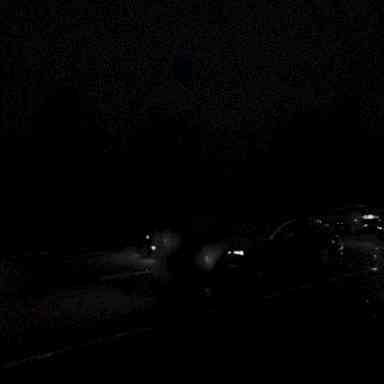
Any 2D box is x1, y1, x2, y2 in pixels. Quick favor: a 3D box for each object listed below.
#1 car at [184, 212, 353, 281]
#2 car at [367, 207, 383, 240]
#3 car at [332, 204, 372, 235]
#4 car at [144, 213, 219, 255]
[{"bbox_3d":[2.444,1.512,10.034,4.902,1.511,2.128,0,0,-35],"label":"car"},{"bbox_3d":[10.672,1.519,15.894,4.892,1.490,1.837,-1,1,-36],"label":"car"},{"bbox_3d":[9.200,1.509,19.137,4.892,1.490,1.837,-1,1,-35],"label":"car"},{"bbox_3d":[0.826,1.569,13.180,5.357,1.411,2.033,0,0,-35],"label":"car"}]
